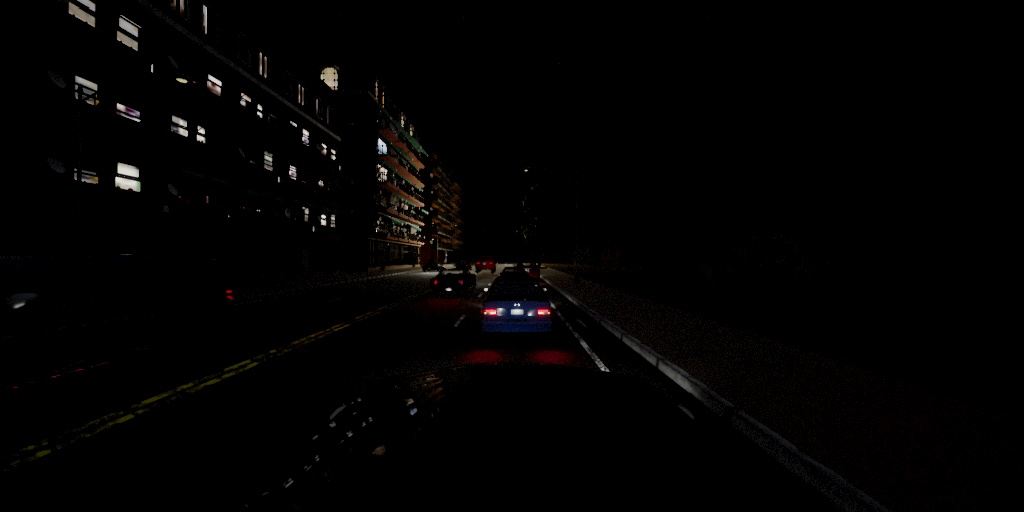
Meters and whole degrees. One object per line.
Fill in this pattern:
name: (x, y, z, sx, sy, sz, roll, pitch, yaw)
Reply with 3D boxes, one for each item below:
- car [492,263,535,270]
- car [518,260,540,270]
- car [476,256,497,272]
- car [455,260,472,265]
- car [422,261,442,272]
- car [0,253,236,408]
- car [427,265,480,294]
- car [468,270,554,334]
car: (0.113, 1.317, 20.867, 1.994, 1.385, 4.181, 0, 0, 1)
car: (1.167, 1.105, 29.802, 2.097, 1.767, 4.553, 0, 0, 0)
car: (-3.108, 0.973, 43.317, 2.150, 2.045, 5.566, 0, 0, 0)
car: (-6.549, 1.231, 48.079, 1.882, 1.535, 5.008, 0, 0, 0)
car: (-9.804, 1.317, 44.563, 1.994, 1.385, 4.181, 0, 0, 0)
car: (-6.598, 0.972, 4.843, 2.150, 2.045, 5.566, 0, 0, 0)
car: (-3.132, 1.354, 20.063, 1.895, 1.301, 4.718, 0, 0, 0)
car: (0.110, 1.299, 10.534, 2.033, 1.411, 5.357, 0, 0, 0)
